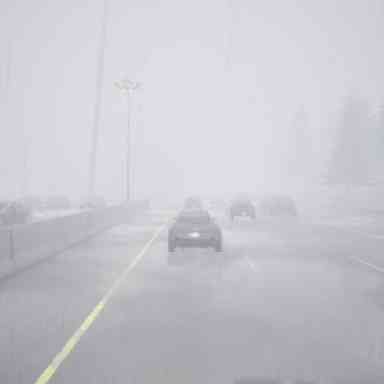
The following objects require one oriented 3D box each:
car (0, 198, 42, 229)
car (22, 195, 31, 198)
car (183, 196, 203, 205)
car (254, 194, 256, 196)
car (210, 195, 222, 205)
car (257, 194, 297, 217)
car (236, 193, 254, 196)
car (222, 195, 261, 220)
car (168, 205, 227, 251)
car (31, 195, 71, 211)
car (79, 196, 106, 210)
[{"bbox_3d":[-10.594,1.302,18.273,2.128,1.511,4.902,0,1,0],"label":"car"},{"bbox_3d":[-17.571,1.132,36.292,1.837,1.490,4.892,0,0,0],"label":"car"},{"bbox_3d":[0.100,1.149,34.600,1.837,1.490,4.892,0,1,0],"label":"car"},{"bbox_3d":[10.502,0.993,55.661,1.994,1.385,4.181,0,1,0],"label":"car"},{"bbox_3d":[3.514,1.119,46.905,1.895,1.301,4.718,0,1,0],"label":"car"},{"bbox_3d":[7.100,1.068,27.685,2.097,1.767,4.553,0,1,0],"label":"car"},{"bbox_3d":[7.022,0.864,47.417,2.097,1.767,4.553,0,0,0],"label":"car"},{"bbox_3d":[3.599,1.243,25.205,1.837,1.490,4.892,0,0,0],"label":"car"},{"bbox_3d":[0.100,1.424,13.440,1.994,1.385,4.181,0,1,0],"label":"car"},{"bbox_3d":[-14.084,1.138,34.225,2.128,1.511,4.902,0,1,0],"label":"car"},{"bbox_3d":[-10.574,1.156,35.816,1.812,1.442,4.674,0,0,0],"label":"car"}]
